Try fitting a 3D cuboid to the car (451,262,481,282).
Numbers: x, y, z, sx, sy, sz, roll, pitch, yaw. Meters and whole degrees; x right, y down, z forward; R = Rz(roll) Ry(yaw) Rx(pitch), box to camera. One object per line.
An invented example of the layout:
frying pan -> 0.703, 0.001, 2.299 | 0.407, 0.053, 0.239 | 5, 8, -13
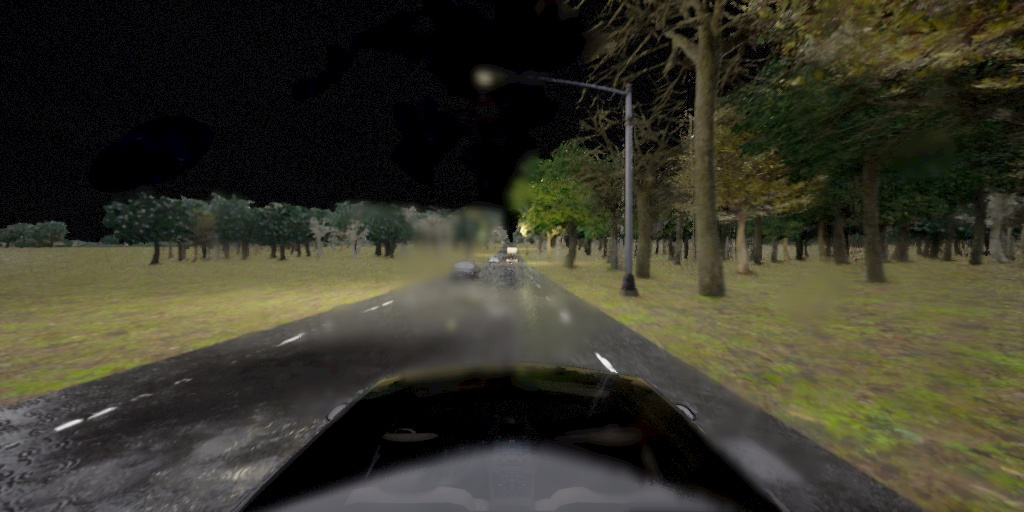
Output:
car -> -3.566, 1.193, 28.364 | 1.882, 1.535, 5.008 | 0, 0, 0
